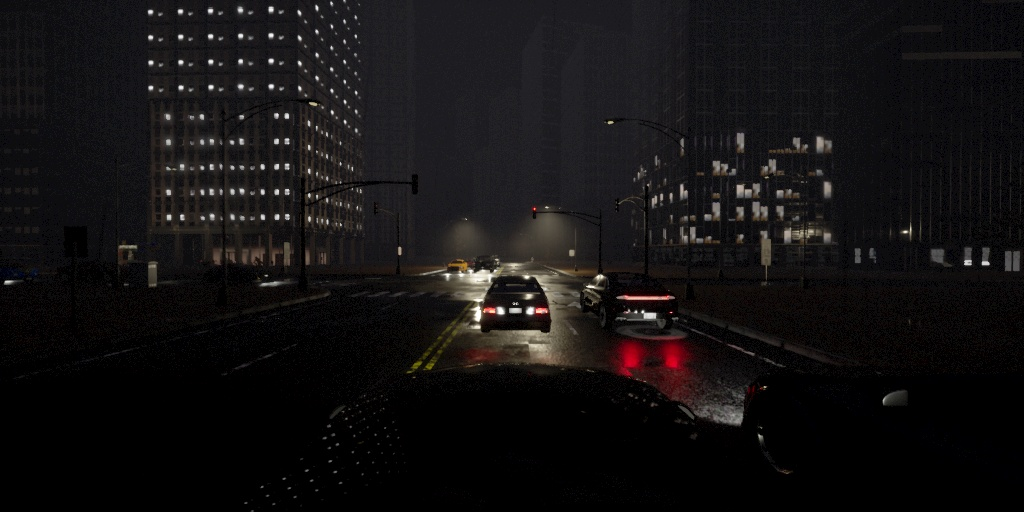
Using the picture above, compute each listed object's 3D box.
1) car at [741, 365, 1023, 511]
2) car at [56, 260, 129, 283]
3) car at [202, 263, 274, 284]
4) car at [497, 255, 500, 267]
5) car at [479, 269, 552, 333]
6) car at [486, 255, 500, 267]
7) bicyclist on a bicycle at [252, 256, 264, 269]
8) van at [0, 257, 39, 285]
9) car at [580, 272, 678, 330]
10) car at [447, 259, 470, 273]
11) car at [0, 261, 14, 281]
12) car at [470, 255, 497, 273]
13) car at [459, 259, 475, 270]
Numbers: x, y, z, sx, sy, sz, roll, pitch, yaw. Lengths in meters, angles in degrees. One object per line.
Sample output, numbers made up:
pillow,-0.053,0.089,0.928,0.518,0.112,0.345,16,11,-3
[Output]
car,3.354,1.314,1.969,1.994,1.385,4.181,0,0,0
car,-30.047,1.093,26.155,5.008,1.535,1.882,0,0,2
car,-19.691,1.228,25.882,4.181,1.385,1.994,0,0,1
car,-3.276,1.048,52.878,2.097,1.767,4.553,0,0,0
car,0.111,1.294,10.713,2.033,1.411,5.357,0,0,1
car,-3.253,0.896,63.106,2.150,2.045,5.566,0,0,0
bicyclist on a bicycle,-24.659,0.867,34.749,0.582,1.620,1.656,0,1,1
van,-33.905,0.959,23.672,3.998,1.789,1.690,0,0,2
car,3.359,1.238,11.125,2.128,1.511,4.902,0,0,0
car,-6.540,1.193,43.248,1.882,1.535,5.008,0,0,0
car,-40.288,1.092,26.442,4.674,1.442,1.812,0,0,2
car,-3.291,0.937,42.924,2.150,2.045,5.566,0,0,0
car,-6.526,1.223,52.660,1.812,1.442,4.674,0,0,0
